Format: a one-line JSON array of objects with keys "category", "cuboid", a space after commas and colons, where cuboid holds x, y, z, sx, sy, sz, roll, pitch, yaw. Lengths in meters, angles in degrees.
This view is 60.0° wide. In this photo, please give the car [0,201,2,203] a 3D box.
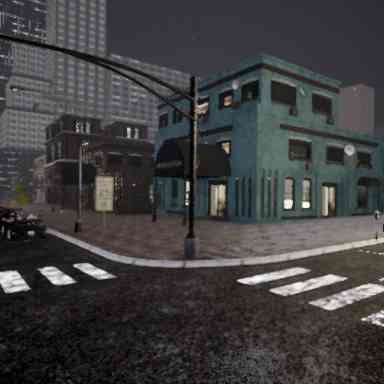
[{"category": "car", "cuboid": [-22.072, 1.575, 36.538, 2.192, 1.841, 5.009, 1, -1, -35]}]

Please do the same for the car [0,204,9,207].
[{"category": "car", "cuboid": [-11.949, 1.742, 22.000, 1.947, 1.339, 4.313, 1, -1, -35]}]

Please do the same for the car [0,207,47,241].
[{"category": "car", "cuboid": [-8.827, 1.701, 17.493, 2.008, 1.369, 4.403, 1, -1, -35]}]
